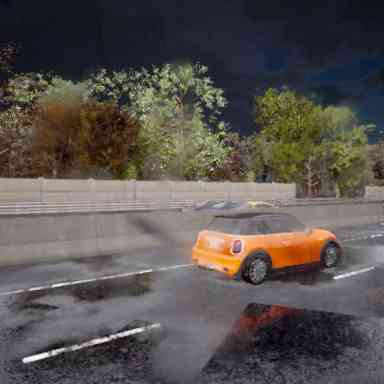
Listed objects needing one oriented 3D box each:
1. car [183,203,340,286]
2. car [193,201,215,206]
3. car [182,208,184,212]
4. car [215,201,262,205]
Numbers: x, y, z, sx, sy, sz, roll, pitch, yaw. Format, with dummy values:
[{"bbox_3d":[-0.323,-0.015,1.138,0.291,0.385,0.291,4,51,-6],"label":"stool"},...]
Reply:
[{"bbox_3d":[2.293,1.352,9.680,4.553,1.767,2.097,0,0,-35],"label":"car"},{"bbox_3d":[2.650,1.527,27.280,4.674,1.442,1.812,0,0,-35],"label":"car"},{"bbox_3d":[1.273,1.528,30.588,4.674,1.442,1.812,0,0,-35],"label":"car"},{"bbox_3d":[4.381,1.479,24.220,5.008,1.535,1.882,0,0,-35],"label":"car"}]
